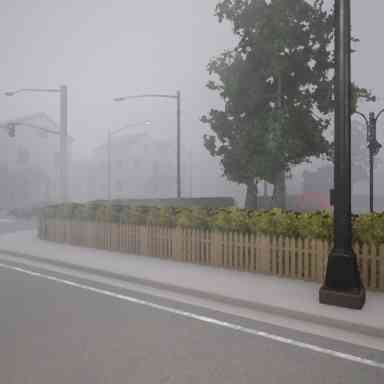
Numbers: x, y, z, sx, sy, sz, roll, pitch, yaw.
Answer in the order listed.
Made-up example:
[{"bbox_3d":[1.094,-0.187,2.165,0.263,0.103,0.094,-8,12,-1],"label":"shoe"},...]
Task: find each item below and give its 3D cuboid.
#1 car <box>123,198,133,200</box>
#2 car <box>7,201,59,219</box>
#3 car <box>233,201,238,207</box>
[{"bbox_3d":[-7.286,1.491,37.992,2.128,1.511,4.902,0,0,35],"label":"car"},{"bbox_3d":[-13.231,1.547,29.448,2.033,1.411,5.357,0,0,35],"label":"car"},{"bbox_3d":[5.067,1.601,49.275,1.895,1.301,4.718,0,0,35],"label":"car"}]
